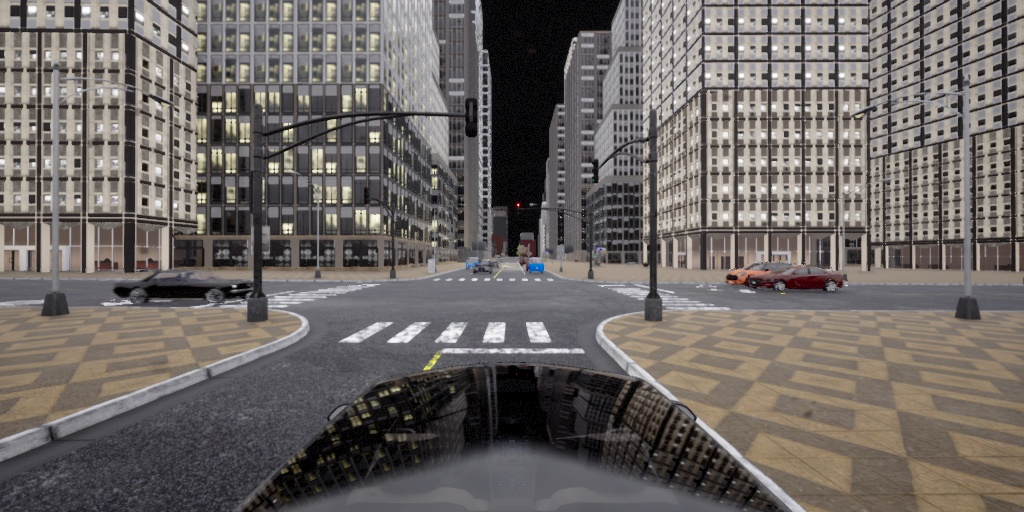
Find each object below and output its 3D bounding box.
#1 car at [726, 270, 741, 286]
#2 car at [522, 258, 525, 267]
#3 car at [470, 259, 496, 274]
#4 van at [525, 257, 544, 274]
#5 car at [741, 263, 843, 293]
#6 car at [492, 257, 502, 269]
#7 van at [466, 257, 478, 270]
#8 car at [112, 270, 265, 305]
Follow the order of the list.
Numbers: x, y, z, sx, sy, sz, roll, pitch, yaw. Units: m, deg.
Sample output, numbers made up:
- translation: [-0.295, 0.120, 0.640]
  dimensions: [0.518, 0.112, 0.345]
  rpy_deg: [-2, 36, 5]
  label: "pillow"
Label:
- translation: [17.558, 1.257, 25.105]
  dimensions: [4.553, 1.767, 2.097]
  rpy_deg: [0, 0, -1]
  label: "car"
- translation: [2.650, 1.288, 46.400]
  dimensions: [1.888, 1.381, 4.507]
  rpy_deg: [0, 0, 0]
  label: "car"
- translation: [-3.188, 1.308, 39.788]
  dimensions: [1.994, 1.385, 4.181]
  rpy_deg: [0, 0, 0]
  label: "car"
- translation: [2.714, 1.085, 40.861]
  dimensions: [1.690, 1.789, 3.998]
  rpy_deg: [0, 0, 0]
  label: "van"
- translation: [17.199, 1.366, 21.845]
  dimensions: [5.008, 1.535, 1.882]
  rpy_deg: [0, 0, -1]
  label: "car"
- translation: [-3.096, 1.305, 56.730]
  dimensions: [1.994, 1.385, 4.181]
  rpy_deg: [0, 0, 1]
  label: "car"
- translation: [-5.728, 1.083, 51.975]
  dimensions: [1.690, 1.789, 3.998]
  rpy_deg: [0, 0, 0]
  label: "van"
- translation: [-12.971, 1.241, 14.638]
  dimensions: [4.718, 1.301, 1.895]
  rpy_deg: [0, 0, -1]
  label: "car"
